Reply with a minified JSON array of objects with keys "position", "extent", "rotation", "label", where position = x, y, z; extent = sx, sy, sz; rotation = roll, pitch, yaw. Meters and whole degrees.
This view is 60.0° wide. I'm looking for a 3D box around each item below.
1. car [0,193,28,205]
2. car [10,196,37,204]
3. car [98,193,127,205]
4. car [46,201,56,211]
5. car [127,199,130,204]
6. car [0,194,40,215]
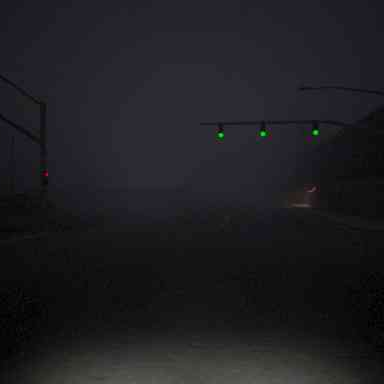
[{"position":[-30.203,1.153,55.734],"extent":[4.605,1.855,1.932],"rotation":[0,0,9],"label":"car"},{"position":[-29.689,1.364,58.585],"extent":[3.905,1.438,1.784],"rotation":[0,0,9],"label":"car"},{"position":[-12.893,1.156,53.027],"extent":[3.866,1.878,1.905],"rotation":[0,0,9],"label":"car"},{"position":[-15.912,1.156,33.636],"extent":[3.866,1.878,1.905],"rotation":[0,0,9],"label":"car"},{"position":[-12.432,1.395,55.885],"extent":[3.806,1.475,1.970],"rotation":[0,0,9],"label":"car"},{"position":[-16.417,1.153,30.786],"extent":[4.605,1.855,1.932],"rotation":[0,0,9],"label":"car"}]
